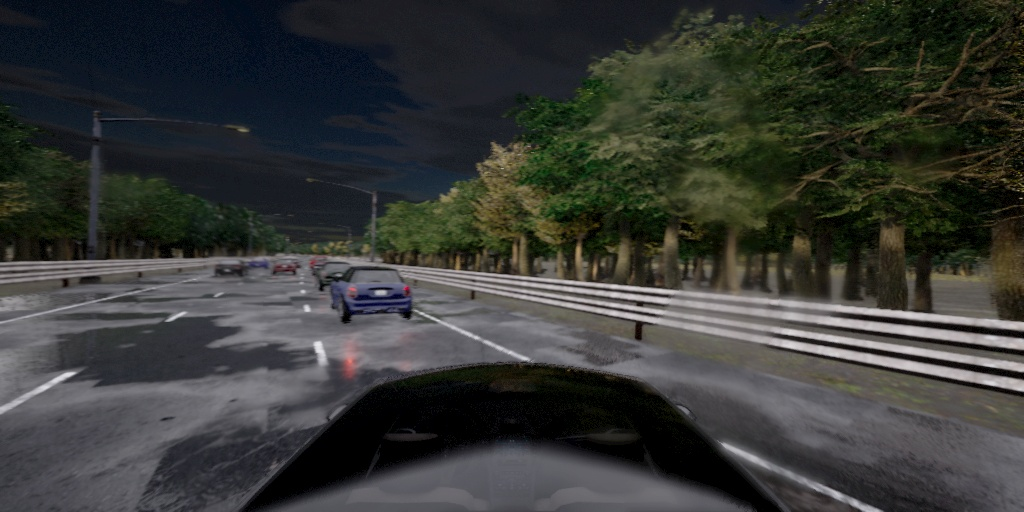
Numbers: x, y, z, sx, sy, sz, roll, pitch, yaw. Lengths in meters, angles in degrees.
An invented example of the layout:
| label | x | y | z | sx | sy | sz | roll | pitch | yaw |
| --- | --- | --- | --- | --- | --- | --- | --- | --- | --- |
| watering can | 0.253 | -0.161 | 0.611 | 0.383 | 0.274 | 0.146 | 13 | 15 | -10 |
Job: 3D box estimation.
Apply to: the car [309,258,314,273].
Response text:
| label | x | y | z | sx | sy | sz | roll | pitch | yaw |
| --- | --- | --- | --- | --- | --- | --- | --- | --- | --- |
| car | -19.391 | 1.282 | 36.715 | 2.128 | 1.511 | 4.902 | 2 | -1 | -30 |

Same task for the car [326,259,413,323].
| label | x | y | z | sx | sy | sz | roll | pitch | yaw |
| --- | --- | --- | --- | --- | --- | --- | --- | --- | --- |
| car | -5.038 | 1.122 | 12.560 | 2.097 | 1.767 | 4.553 | 2 | -1 | -31 |

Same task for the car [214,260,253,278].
| label | x | y | z | sx | sy | sz | roll | pitch | yaw |
| --- | --- | --- | --- | --- | --- | --- | --- | --- | --- |
| car | -23.914 | 1.056 | 30.756 | 1.882 | 1.535 | 5.008 | 2 | -1 | -30 |

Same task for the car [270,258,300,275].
| label | x | y | z | sx | sy | sz | roll | pitch | yaw |
| --- | --- | --- | --- | --- | --- | --- | --- | --- | --- |
| car | -24.156 | 1.042 | 38.245 | 2.097 | 1.767 | 4.553 | 2 | -1 | -31 |

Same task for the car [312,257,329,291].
| label | x | y | z | sx | sy | sz | roll | pitch | yaw |
| --- | --- | --- | --- | --- | --- | --- | --- | --- | --- |
| car | -10.993 | 1.124 | 22.397 | 2.097 | 1.767 | 4.553 | 2 | -1 | -31 |

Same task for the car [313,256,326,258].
| label | x | y | z | sx | sy | sz | roll | pitch | yaw |
| --- | --- | --- | --- | --- | --- | --- | --- | --- | --- |
| car | -26.301 | 1.024 | 48.943 | 2.150 | 2.045 | 5.566 | 2 | -1 | -29 |

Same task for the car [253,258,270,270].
| label | x | y | z | sx | sy | sz | roll | pitch | yaw |
| --- | --- | --- | --- | --- | --- | --- | --- | --- | --- |
| car | -33.728 | 1.072 | 48.113 | 1.882 | 1.535 | 5.008 | 2 | -2 | -29 |
